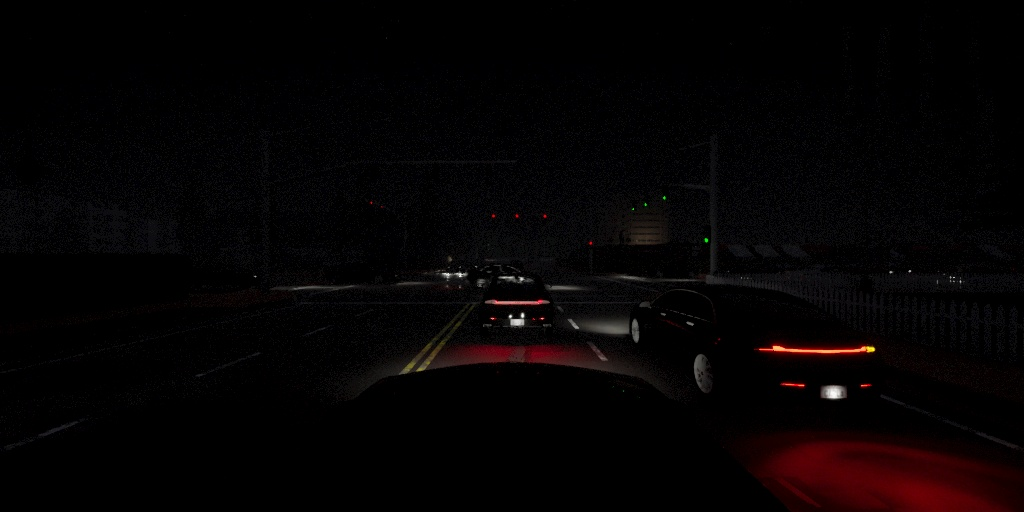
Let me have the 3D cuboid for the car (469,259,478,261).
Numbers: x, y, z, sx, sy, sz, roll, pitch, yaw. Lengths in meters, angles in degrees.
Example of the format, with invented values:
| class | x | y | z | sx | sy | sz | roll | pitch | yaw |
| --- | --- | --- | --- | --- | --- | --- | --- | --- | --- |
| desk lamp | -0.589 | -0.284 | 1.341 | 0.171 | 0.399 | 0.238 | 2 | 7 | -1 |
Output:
| class | x | y | z | sx | sy | sz | roll | pitch | yaw |
| --- | --- | --- | --- | --- | --- | --- | --- | --- | --- |
| car | -6.751 | 1.275 | 54.140 | 1.812 | 1.442 | 4.674 | 0 | 0 | 1 |

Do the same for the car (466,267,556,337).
| class | x | y | z | sx | sy | sz | roll | pitch | yaw |
| --- | --- | --- | --- | --- | --- | --- | --- | --- | --- |
| car | 0.134 | 1.241 | 10.289 | 2.128 | 1.511 | 4.902 | 0 | 0 | 0 |

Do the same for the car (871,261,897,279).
| class | x | y | z | sx | sy | sz | roll | pitch | yaw |
| --- | --- | --- | --- | --- | --- | --- | --- | --- | --- |
| car | 28.890 | 1.276 | 30.144 | 4.674 | 1.442 | 1.812 | 0 | 0 | -1 |

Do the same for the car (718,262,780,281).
| class | x | y | z | sx | sy | sz | roll | pitch | yaw |
| --- | --- | --- | --- | --- | --- | --- | --- | --- | --- |
| car | 19.629 | 1.241 | 29.981 | 4.902 | 1.511 | 2.128 | 0 | 0 | -1 |

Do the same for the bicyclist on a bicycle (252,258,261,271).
| class | x | y | z | sx | sy | sz | roll | pitch | yaw |
| --- | --- | --- | --- | --- | --- | --- | --- | --- | --- |
| bicyclist on a bicycle | -26.157 | 1.051 | 36.812 | 0.582 | 1.620 | 1.656 | 0 | 0 | -3 |

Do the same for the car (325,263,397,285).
| class | x | y | z | sx | sy | sz | roll | pitch | yaw |
| --- | --- | --- | --- | --- | --- | --- | --- | --- | --- |
| car | -10.866 | 1.256 | 25.985 | 4.892 | 1.490 | 1.837 | 0 | 0 | -2 |

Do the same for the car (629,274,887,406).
| class | x | y | z | sx | sy | sz | roll | pitch | yaw |
| --- | --- | --- | --- | --- | --- | --- | --- | --- | --- |
| car | 3.589 | 1.255 | 6.383 | 1.837 | 1.490 | 4.892 | 0 | 0 | 1 |

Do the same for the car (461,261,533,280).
| class | x | y | z | sx | sy | sz | roll | pitch | yaw |
| --- | --- | --- | --- | --- | --- | --- | --- | --- | --- |
| car | -0.463 | 1.254 | 22.559 | 4.892 | 1.490 | 1.837 | 0 | 0 | 0 |

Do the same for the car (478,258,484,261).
| class | x | y | z | sx | sy | sz | roll | pitch | yaw |
| --- | --- | --- | --- | --- | --- | --- | --- | --- | --- |
| car | -6.643 | 1.314 | 64.183 | 1.994 | 1.385 | 4.181 | 0 | 0 | 1 |

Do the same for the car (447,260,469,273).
| class | x | y | z | sx | sy | sz | roll | pitch | yaw |
| --- | --- | --- | --- | --- | --- | --- | --- | --- | --- |
| car | -6.823 | 1.255 | 44.317 | 1.837 | 1.490 | 4.892 | 0 | 0 | 0 |

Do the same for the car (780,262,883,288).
| class | x | y | z | sx | sy | sz | roll | pitch | yaw |
| --- | --- | --- | --- | --- | --- | --- | --- | --- | --- |
| car | 20.196 | 1.275 | 22.794 | 4.674 | 1.442 | 1.812 | 0 | 0 | -1 |

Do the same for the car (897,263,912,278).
| class | x | y | z | sx | sy | sz | roll | pitch | yaw |
| --- | --- | --- | --- | --- | --- | --- | --- | --- | --- |
| car | 34.499 | 1.241 | 33.751 | 4.902 | 1.511 | 2.128 | 0 | 0 | -1 |

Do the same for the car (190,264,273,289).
| class | x | y | z | sx | sy | sz | roll | pitch | yaw |
| --- | --- | --- | --- | --- | --- | --- | --- | --- | --- |
| car | -17.593 | 1.241 | 22.271 | 4.902 | 1.511 | 2.128 | 0 | 0 | -2 |

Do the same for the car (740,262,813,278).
| class | x | y | z | sx | sy | sz | roll | pitch | yaw |
| --- | --- | --- | --- | --- | --- | --- | --- | --- | --- |
| car | 24.675 | 1.297 | 33.576 | 5.357 | 1.411 | 2.033 | 0 | 0 | -1 |

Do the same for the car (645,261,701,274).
| class | x | y | z | sx | sy | sz | roll | pitch | yaw |
| --- | --- | --- | --- | --- | --- | --- | --- | --- | --- |
| car | 14.936 | 1.255 | 33.460 | 4.892 | 1.490 | 1.837 | 0 | 0 | 1 |

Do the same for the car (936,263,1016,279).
| class | x | y | z | sx | sy | sz | roll | pitch | yaw |
| --- | --- | --- | --- | --- | --- | --- | --- | --- | --- |
| car | 38.889 | 1.276 | 30.322 | 4.674 | 1.442 | 1.812 | 0 | 0 | -1 |
